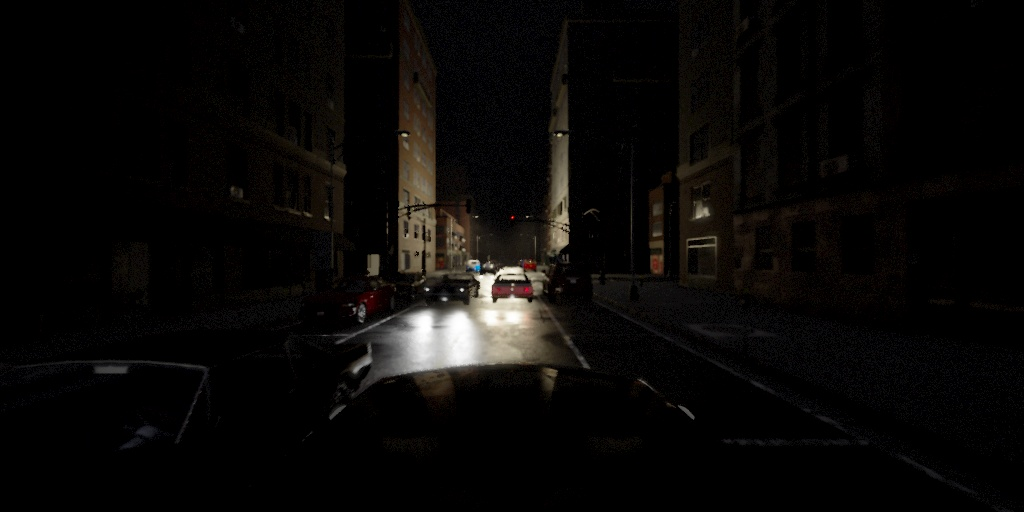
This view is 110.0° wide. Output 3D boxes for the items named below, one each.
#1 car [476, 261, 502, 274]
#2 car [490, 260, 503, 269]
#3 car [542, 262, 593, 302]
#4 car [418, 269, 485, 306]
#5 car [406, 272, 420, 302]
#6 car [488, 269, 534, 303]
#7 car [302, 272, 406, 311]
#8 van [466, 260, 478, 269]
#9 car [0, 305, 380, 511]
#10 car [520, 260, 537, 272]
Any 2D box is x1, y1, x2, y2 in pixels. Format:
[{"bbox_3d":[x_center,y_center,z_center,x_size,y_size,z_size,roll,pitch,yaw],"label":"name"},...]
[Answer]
[{"bbox_3d":[-2.800,1.665,44.759,2.033,1.411,5.357,0,0,4],"label":"car"},{"bbox_3d":[-2.807,1.713,55.933,1.837,1.490,4.892,0,1,0],"label":"car"},{"bbox_3d":[2.646,1.204,17.854,2.192,1.841,5.009,0,0,0],"label":"car"},{"bbox_3d":[-2.657,1.482,16.844,1.895,1.301,4.718,0,0,3],"label":"car"},{"bbox_3d":[-5.379,1.456,17.857,1.948,1.339,4.313,0,0,0],"label":"car"},{"bbox_3d":[0.019,1.488,17.569,1.895,1.301,4.718,0,0,0],"label":"car"},{"bbox_3d":[-5.382,1.388,12.347,1.888,1.381,4.507,0,0,0],"label":"car"},{"bbox_3d":[-5.385,1.501,49.820,1.690,1.789,3.998,0,0,0],"label":"van"},{"bbox_3d":[-2.847,1.360,2.673,1.895,1.301,4.718,0,-1,0],"label":"car"},{"bbox_3d":[2.730,1.521,55.224,2.192,1.841,5.009,0,0,0],"label":"car"}]
